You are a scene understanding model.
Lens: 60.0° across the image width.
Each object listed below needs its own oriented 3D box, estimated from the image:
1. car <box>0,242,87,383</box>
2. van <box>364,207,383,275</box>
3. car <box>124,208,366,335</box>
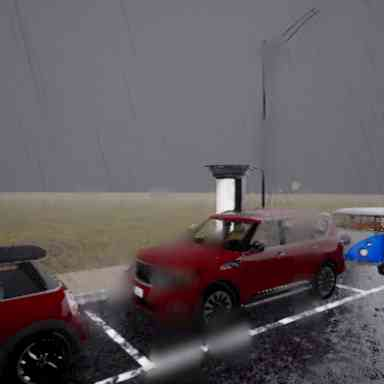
[{"bbox_3d":[-3.425,1.438,3.641,4.097,1.590,1.967,0,1,-36],"label":"car"},{"bbox_3d":[5.771,1.363,10.222,3.998,1.788,1.690,0,1,-36],"label":"van"},{"bbox_3d":[1.174,1.325,6.931,5.009,1.841,2.192,0,1,-36],"label":"car"}]
